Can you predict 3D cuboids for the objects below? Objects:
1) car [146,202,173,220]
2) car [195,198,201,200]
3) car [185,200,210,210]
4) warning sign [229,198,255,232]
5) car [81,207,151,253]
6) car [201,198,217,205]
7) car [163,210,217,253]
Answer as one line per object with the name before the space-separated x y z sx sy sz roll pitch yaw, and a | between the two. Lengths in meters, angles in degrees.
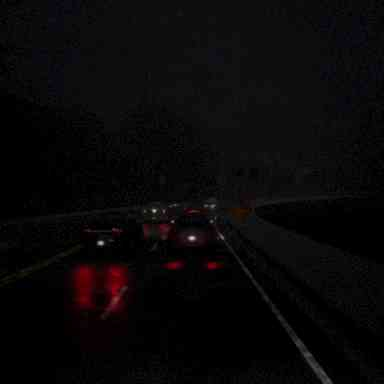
car | -2.885 1.621 28.972 2.097 1.767 4.553 0 -1 4
car | 1.335 2.143 74.640 1.994 1.385 4.181 -1 0 22
car | 0.379 1.774 28.955 1.837 1.490 4.892 0 0 5
warning sign | 2.824 1.300 18.994 1.300 1.860 1.060 -1 -2 0
car | -3.249 1.632 14.310 2.128 1.511 4.902 0 0 0
car | 4.263 2.080 73.223 1.812 1.442 4.674 -1 0 22
car | 0.003 1.703 14.302 1.994 1.385 4.181 0 -1 0
